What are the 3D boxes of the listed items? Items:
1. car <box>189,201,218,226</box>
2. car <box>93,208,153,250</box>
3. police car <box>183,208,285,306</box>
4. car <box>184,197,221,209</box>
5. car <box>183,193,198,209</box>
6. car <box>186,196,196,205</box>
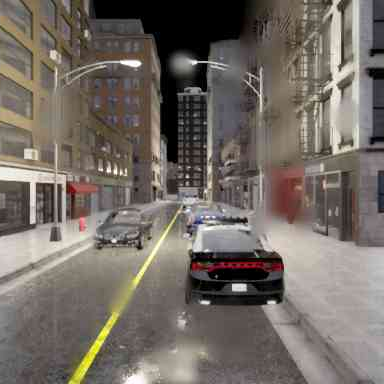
[{"bbox_3d":[0.749,1.472,24.143,1.882,1.535,5.008,0,0,0],"label":"car"},{"bbox_3d":[-2.795,1.502,14.318,1.837,1.490,4.892,0,0,0],"label":"car"},{"bbox_3d":[0.799,1.424,8.253,1.930,1.638,5.238,0,0,0],"label":"police car"},{"bbox_3d":[0.767,1.347,18.113,2.097,1.767,4.553,0,0,0],"label":"car"},{"bbox_3d":[-0.111,1.212,45.939,2.150,2.045,5.566,0,0,0],"label":"car"},{"bbox_3d":[-0.194,1.517,60.738,1.812,1.442,4.674,0,0,0],"label":"car"}]
